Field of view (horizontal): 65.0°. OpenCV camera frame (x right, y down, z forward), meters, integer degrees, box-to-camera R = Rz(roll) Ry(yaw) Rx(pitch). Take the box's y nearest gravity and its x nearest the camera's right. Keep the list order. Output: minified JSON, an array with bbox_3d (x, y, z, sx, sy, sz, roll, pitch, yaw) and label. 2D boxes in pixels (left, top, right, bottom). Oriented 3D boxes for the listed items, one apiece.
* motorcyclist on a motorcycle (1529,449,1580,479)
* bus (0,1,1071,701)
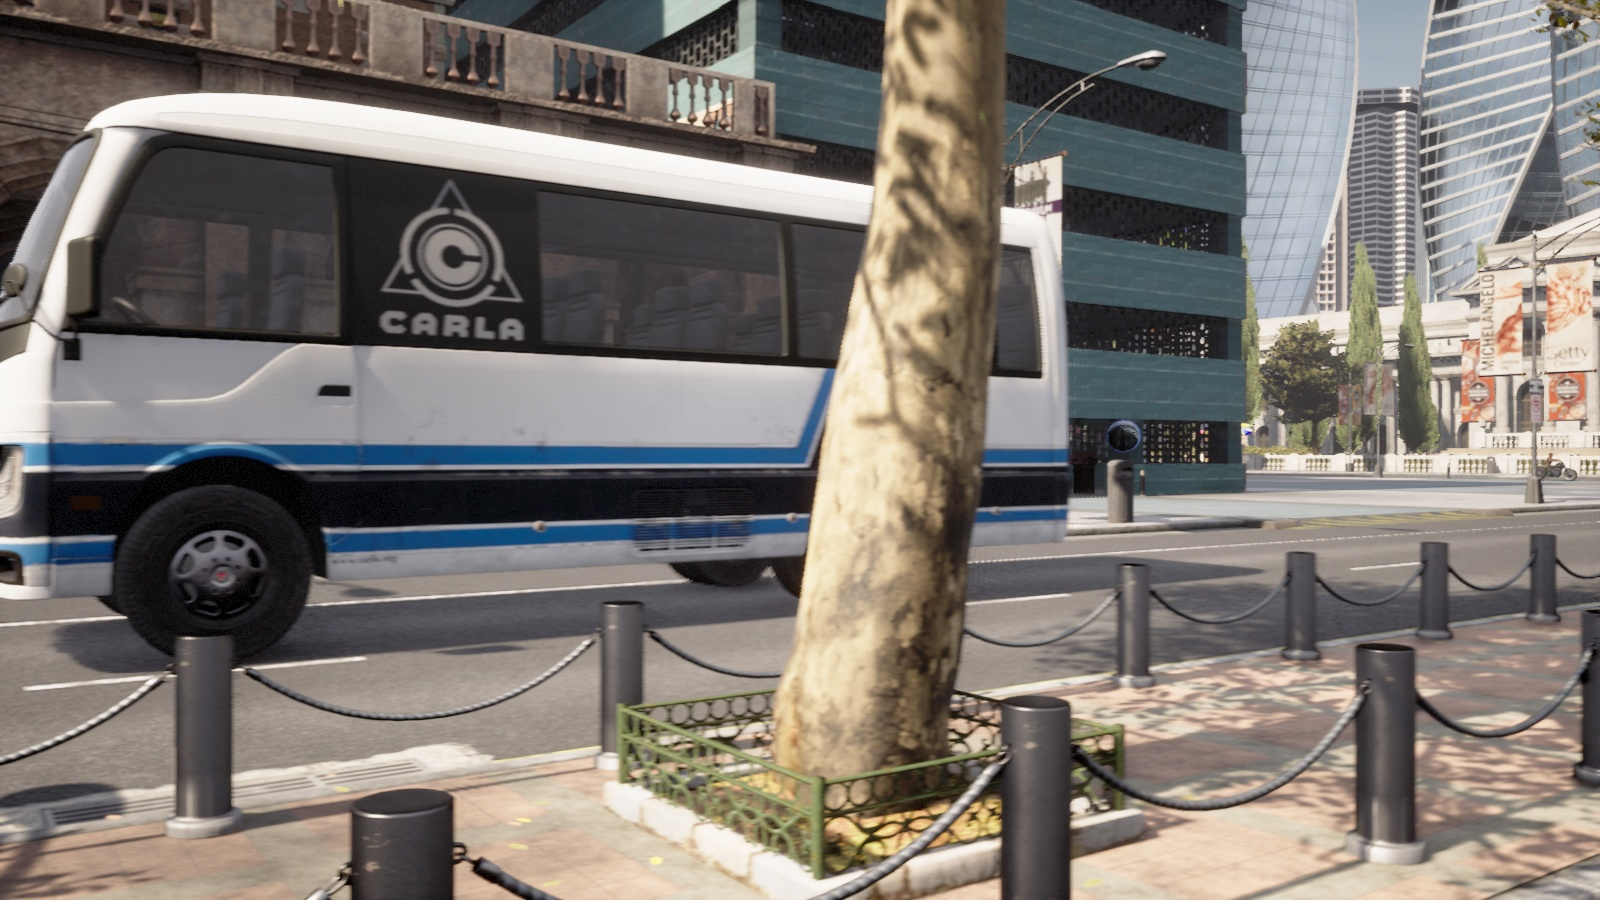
[{"bbox_3d":[42.769,0.779,71.205,0.766,1.649,2.350,0,0,-35],"label":"motorcyclist on a motorcycle"},{"bbox_3d":[-2.553,-0.598,11.635,10.273,4.253,3.944,0,0,-35],"label":"bus"}]
